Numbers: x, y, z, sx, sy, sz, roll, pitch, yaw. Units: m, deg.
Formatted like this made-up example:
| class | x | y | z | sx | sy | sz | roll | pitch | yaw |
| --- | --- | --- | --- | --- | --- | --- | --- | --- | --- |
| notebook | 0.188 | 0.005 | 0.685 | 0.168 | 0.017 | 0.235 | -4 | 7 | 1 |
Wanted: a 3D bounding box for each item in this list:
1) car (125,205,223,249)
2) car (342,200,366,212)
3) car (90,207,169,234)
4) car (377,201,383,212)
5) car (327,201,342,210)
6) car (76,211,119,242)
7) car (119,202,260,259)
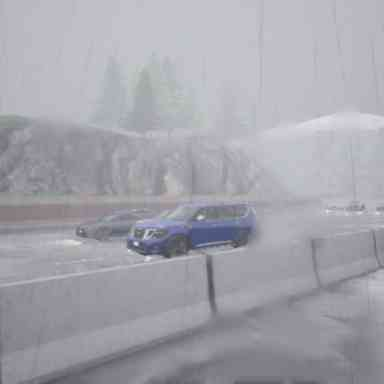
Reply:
| class | x | y | z | sx | sy | sz | roll | pitch | yaw |
| --- | --- | --- | --- | --- | --- | --- | --- | --- | --- |
| car | -0.796 | 1.607 | 16.674 | 4.553 | 1.767 | 2.097 | 0 | -1 | -39 |
| car | 23.648 | 1.929 | 47.943 | 2.097 | 1.767 | 4.553 | -1 | -1 | 35 |
| car | -4.217 | 1.858 | 22.898 | 4.902 | 1.511 | 2.128 | 0 | -1 | -39 |
| car | 27.774 | 2.074 | 47.715 | 1.812 | 1.442 | 4.674 | -1 | -1 | 35 |
| car | 23.248 | 2.184 | 53.594 | 1.812 | 1.442 | 4.674 | -1 | -1 | 34 |
| car | -4.180 | 1.864 | 18.450 | 4.181 | 1.385 | 1.994 | 0 | -1 | -38 |
| car | 0.270 | 1.418 | 13.027 | 5.566 | 2.045 | 2.150 | 0 | -1 | -38 |
